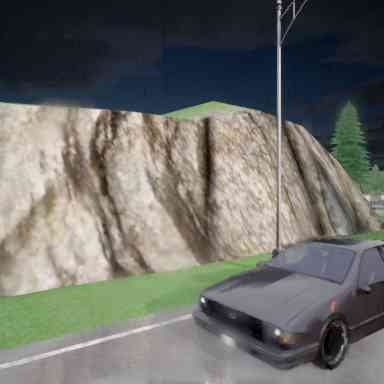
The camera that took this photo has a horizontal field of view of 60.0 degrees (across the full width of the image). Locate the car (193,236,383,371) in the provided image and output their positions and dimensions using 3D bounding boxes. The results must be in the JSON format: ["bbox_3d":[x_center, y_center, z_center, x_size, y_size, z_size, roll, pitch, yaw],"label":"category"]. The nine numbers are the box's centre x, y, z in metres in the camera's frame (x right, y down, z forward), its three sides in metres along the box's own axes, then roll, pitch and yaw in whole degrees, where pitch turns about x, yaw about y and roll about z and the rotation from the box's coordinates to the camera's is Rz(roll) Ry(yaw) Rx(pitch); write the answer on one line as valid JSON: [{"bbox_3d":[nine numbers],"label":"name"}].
[{"bbox_3d":[2.629,1.547,5.889,5.357,1.411,2.033,0,0,-36],"label":"car"}]
